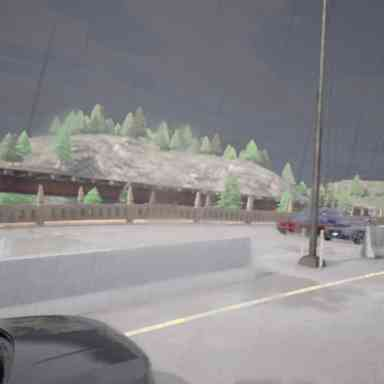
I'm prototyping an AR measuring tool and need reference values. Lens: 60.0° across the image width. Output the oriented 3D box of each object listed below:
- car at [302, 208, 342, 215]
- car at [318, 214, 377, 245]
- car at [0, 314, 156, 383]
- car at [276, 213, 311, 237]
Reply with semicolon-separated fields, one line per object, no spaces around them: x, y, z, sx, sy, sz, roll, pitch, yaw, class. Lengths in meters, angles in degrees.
11.069;2.410;29.065;5.566;2.045;2.150;5;-3;-35;car
9.426;2.243;19.301;4.181;1.385;1.994;5;-3;-35;car
-2.522;1.508;1.948;4.892;1.490;1.837;0;0;-35;car
7.861;2.321;22.485;4.718;1.301;1.895;5;-3;-35;car
